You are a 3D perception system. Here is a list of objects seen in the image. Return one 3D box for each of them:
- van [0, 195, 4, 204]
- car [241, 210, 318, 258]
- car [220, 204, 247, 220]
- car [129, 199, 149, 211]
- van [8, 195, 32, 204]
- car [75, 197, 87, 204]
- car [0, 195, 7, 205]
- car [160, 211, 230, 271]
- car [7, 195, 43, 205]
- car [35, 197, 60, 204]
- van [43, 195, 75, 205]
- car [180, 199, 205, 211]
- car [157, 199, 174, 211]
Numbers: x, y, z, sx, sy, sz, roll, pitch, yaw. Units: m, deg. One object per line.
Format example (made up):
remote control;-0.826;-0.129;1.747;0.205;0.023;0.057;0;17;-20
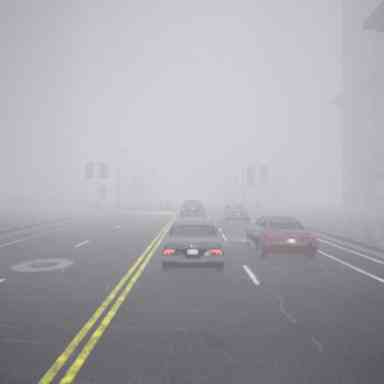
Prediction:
van;-40.614;1.515;67.521;3.998;1.788;1.690;0;0;0
car;3.310;1.598;12.997;1.994;1.385;4.181;0;0;1
car;3.289;1.618;25.995;2.033;1.411;5.357;0;0;0
car;-6.580;1.640;41.780;1.812;1.442;4.674;0;0;0
van;-34.937;1.517;67.524;3.998;1.788;1.690;0;0;0
car;-23.582;1.734;67.529;4.403;1.369;2.008;0;0;0
car;-34.931;1.710;58.998;4.206;1.307;1.802;0;0;0
car;0.043;1.577;10.968;2.033;1.411;5.357;0;0;0
car;-29.253;1.446;59.003;5.009;1.841;2.192;0;0;0
car;-29.260;1.761;67.526;4.206;1.307;1.802;0;0;0
van;-23.576;1.476;59.005;3.998;1.788;1.690;0;0;0
car;0.064;1.431;29.387;2.097;1.767;4.553;0;0;0
car;-3.328;1.610;42.965;2.128;1.511;4.902;0;0;0
